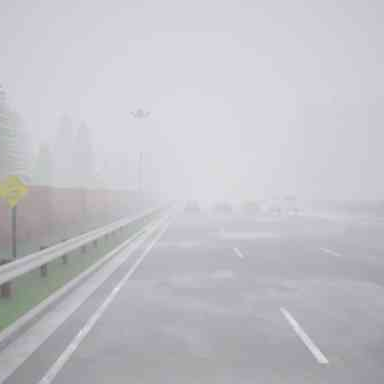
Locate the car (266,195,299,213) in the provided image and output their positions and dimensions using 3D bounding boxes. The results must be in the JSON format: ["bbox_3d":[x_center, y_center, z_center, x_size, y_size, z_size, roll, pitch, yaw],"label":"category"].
[{"bbox_3d":[10.503,1.322,38.231,2.150,2.045,5.566,0,0,0],"label":"car"}]

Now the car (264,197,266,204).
[{"bbox_3d":[13.853,1.670,64.691,2.128,1.511,4.902,0,0,0],"label":"car"}]

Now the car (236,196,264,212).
[{"bbox_3d":[7.014,1.586,40.676,1.882,1.535,5.008,0,0,0],"label":"car"}]

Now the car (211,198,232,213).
[{"bbox_3d":[3.511,1.710,39.140,1.895,1.301,4.718,0,0,0],"label":"car"}]

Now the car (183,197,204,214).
[{"bbox_3d":[0.006,1.657,37.572,2.033,1.411,5.357,0,0,0],"label":"car"}]
